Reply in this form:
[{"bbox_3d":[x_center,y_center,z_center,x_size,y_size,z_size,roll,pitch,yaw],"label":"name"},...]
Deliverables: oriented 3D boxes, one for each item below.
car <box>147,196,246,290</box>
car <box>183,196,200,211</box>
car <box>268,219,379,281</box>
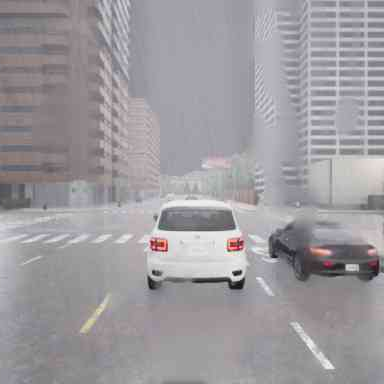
[{"bbox_3d":[0.072,1.221,9.226,2.150,2.045,5.566,0,0,-1],"label":"car"},{"bbox_3d":[-0.073,1.352,41.784,2.097,1.767,4.553,0,0,0],"label":"car"},{"bbox_3d":[3.574,1.526,9.737,1.812,1.442,4.674,0,0,0],"label":"car"}]
